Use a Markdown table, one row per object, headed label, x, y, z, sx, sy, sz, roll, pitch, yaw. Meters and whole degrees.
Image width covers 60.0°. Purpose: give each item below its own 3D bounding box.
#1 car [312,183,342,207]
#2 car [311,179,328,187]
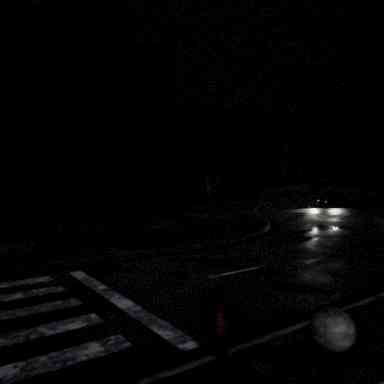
| label | x | y | z | sx | sy | sz | roll | pitch | yaw |
| --- | --- | --- | --- | --- | --- | --- | --- | --- | --- |
| car | 11.276 | 0.361 | 27.530 | 1.837 | 1.490 | 4.892 | -4 | 2 | 27 |
| car | 22.370 | -1.539 | 58.624 | 1.882 | 1.535 | 5.008 | -3 | 1 | 5 |
